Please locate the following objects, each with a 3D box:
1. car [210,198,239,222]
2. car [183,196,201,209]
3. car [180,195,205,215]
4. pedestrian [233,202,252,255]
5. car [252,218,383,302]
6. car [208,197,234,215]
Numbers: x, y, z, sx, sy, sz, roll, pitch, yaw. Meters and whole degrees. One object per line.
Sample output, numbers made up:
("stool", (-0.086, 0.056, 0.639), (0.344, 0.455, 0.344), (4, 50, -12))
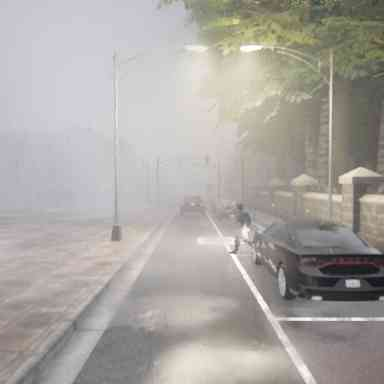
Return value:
("car", (2.617, 1.292, 23.711), (2.008, 1.369, 4.403), (-1, 1, 0))
("car", (-0.001, 1.155, 38.683), (2.033, 1.411, 5.357), (0, 0, 0))
("car", (0.058, 1.039, 29.247), (2.097, 1.767, 4.553), (0, 1, 0))
("pedestrian", (1.676, 1.165, 11.138), (0.375, 1.860, 0.375), (-1, 2, 0))
("car", (2.748, 1.382, 8.154), (1.882, 1.535, 5.008), (0, 1, 0))
("car", (2.642, 1.223, 30.846), (2.008, 1.369, 4.403), (-1, 1, 0))
